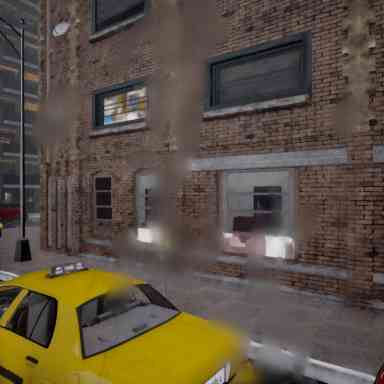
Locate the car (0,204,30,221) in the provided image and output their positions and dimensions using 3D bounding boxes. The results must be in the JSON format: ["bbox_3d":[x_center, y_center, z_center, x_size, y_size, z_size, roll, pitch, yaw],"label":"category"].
[{"bbox_3d":[-17.415,1.837,29.982,1.752,1.417,4.829,-1,-2,35],"label":"car"}]

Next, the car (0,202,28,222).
[{"bbox_3d":[-16.073,1.631,27.358,2.097,1.767,4.553,0,-1,35],"label":"car"}]

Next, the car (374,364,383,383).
[{"bbox_3d":[3.083,1.315,0.678,5.009,1.841,2.192,0,0,36],"label":"car"}]

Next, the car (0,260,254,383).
[{"bbox_3d":[-1.681,1.525,4.077,4.829,1.417,1.752,0,0,36],"label":"car"}]
